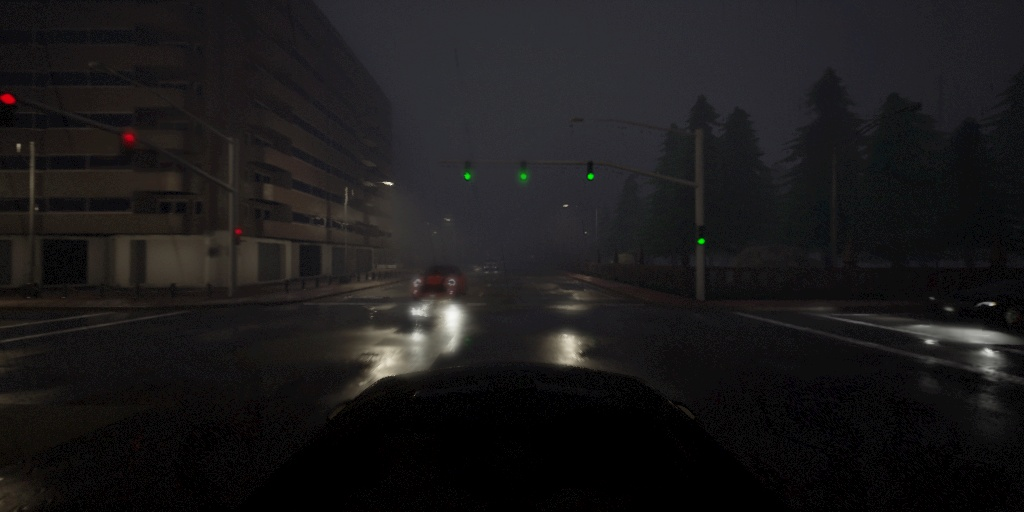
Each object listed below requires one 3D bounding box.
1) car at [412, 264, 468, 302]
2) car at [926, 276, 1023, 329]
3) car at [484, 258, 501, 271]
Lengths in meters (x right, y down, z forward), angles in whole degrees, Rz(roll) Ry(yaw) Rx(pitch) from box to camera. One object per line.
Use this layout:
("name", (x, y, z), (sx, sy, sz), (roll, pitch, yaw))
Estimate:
("car", (-3.499, 1.219, 18.070), (2.097, 1.767, 4.553), (0, -1, 0))
("car", (15.607, 1.325, 10.857), (4.674, 1.442, 1.812), (0, 0, 1))
("car", (-3.500, 1.390, 60.385), (2.150, 2.045, 5.566), (0, 0, 0))
